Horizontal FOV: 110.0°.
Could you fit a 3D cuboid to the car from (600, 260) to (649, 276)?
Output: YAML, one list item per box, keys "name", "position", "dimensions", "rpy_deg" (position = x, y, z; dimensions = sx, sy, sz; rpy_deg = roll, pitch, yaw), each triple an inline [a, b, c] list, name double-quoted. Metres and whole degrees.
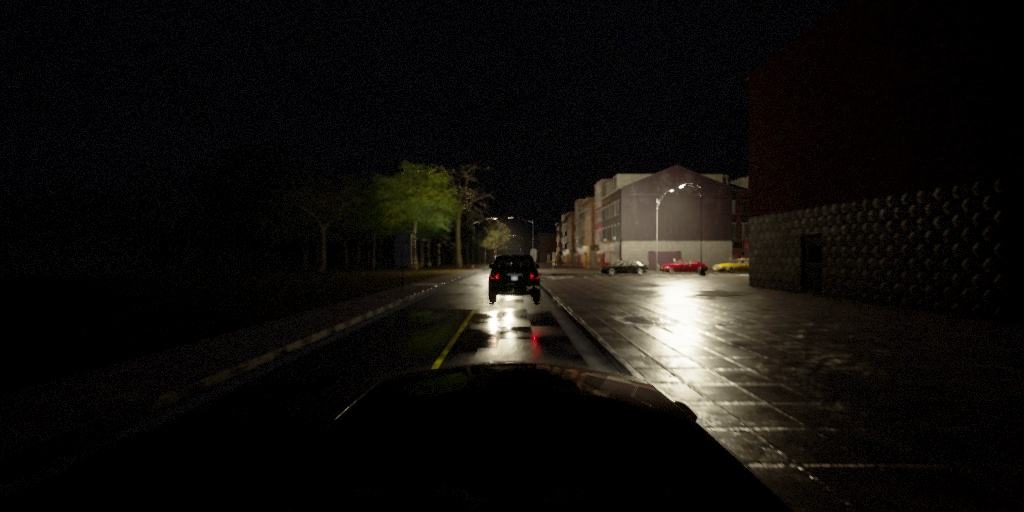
- name: "car"
  position: [10.446, 1.091, 33.497]
  dimensions: [4.403, 1.370, 2.007]
  rpy_deg: [0, 0, 0]

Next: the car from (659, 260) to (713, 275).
- name: "car"
  position: [15.977, 1.003, 33.494]
  dimensions: [4.207, 1.307, 1.802]
  rpy_deg: [0, 0, 0]

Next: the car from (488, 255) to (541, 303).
- name: "car"
  position: [0.099, 0.962, 16.576]
  dimensions: [2.150, 2.045, 5.566]
  rpy_deg: [0, 0, 0]

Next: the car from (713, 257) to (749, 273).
- name: "car"
  position: [21.339, 0.827, 33.492]
  dimensions: [4.829, 1.417, 1.751]
  rpy_deg: [0, 0, 0]
